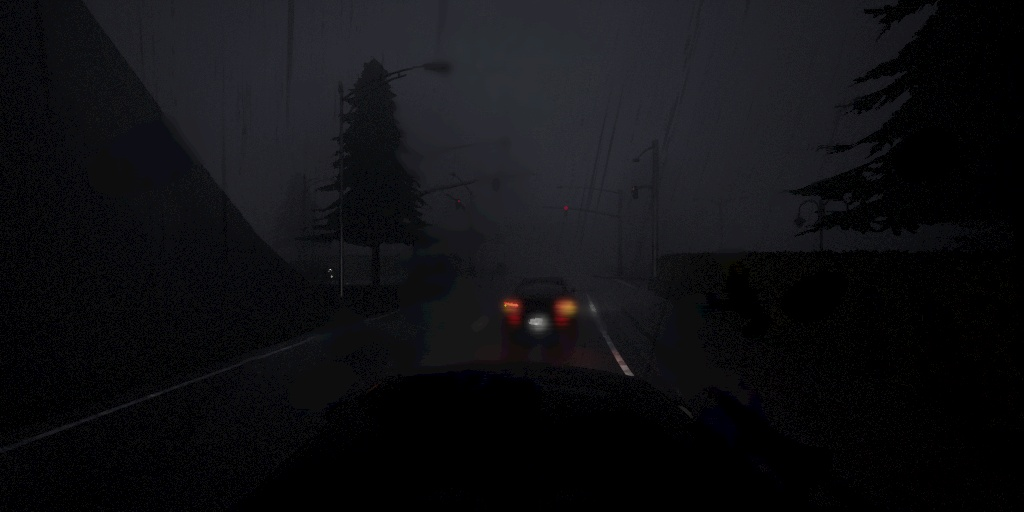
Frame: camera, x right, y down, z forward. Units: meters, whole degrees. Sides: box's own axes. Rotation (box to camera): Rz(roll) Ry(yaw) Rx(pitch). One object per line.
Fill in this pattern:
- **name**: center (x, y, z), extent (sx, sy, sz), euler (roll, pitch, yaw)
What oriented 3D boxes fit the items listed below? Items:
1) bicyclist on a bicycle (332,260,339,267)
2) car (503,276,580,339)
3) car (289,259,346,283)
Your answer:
- **bicyclist on a bicycle**: center (-17.372, 1.203, 35.331), extent (0.582, 1.620, 1.656), euler (0, 0, 8)
- **car**: center (0.918, 1.276, 10.056), extent (1.812, 1.442, 4.674), euler (0, 0, 9)
- **car**: center (-15.349, 1.102, 27.909), extent (4.553, 1.767, 2.097), euler (0, 0, 9)
